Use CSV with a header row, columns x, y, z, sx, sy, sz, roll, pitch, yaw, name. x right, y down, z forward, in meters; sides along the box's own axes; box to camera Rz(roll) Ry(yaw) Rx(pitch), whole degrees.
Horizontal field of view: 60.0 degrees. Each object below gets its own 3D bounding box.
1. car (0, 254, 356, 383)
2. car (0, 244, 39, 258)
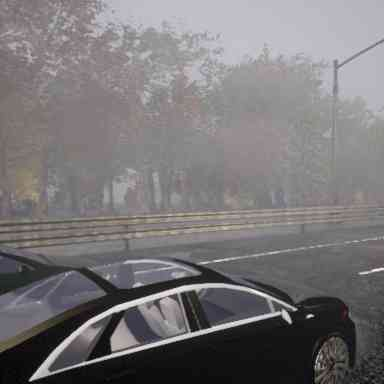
x,y,z,sx,sy,sz,roll,pitch,yaw,name
-0.205,1.488,3.499,4.902,1.511,2.128,0,0,-35,car
-3.390,1.557,5.552,4.181,1.385,1.994,0,0,-35,car
